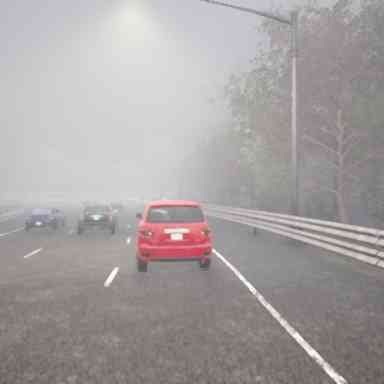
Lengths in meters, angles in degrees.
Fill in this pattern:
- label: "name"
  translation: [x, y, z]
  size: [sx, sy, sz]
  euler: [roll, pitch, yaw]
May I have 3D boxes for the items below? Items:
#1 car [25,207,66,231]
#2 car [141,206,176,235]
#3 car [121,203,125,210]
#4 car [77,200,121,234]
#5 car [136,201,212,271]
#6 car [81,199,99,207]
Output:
- label: "car"
  translation: [-9.518, 1.703, 21.812]
  size: [1.812, 1.442, 4.674]
  euler: [0, 0, -12]
- label: "car"
  translation: [-2.224, 1.675, 21.074]
  size: [1.812, 1.442, 4.674]
  euler: [0, 0, -10]
- label: "car"
  translation: [-11.132, 1.958, 47.744]
  size: [1.895, 1.301, 4.718]
  euler: [0, 0, -25]
- label: "car"
  translation: [-5.721, 1.509, 20.611]
  size: [2.097, 1.767, 4.553]
  euler: [0, 0, -11]
- label: "car"
  translation: [-0.737, 1.301, 11.470]
  size: [2.150, 2.045, 5.566]
  euler: [0, 0, -7]
- label: "car"
  translation: [-18.962, 2.076, 61.679]
  size: [1.895, 1.301, 4.718]
  euler: [0, 0, -33]
